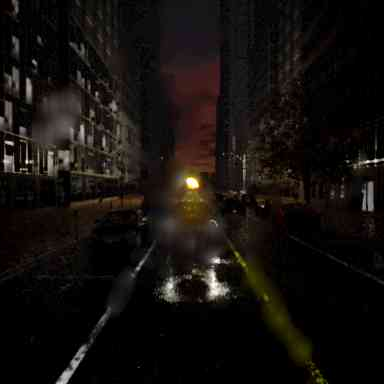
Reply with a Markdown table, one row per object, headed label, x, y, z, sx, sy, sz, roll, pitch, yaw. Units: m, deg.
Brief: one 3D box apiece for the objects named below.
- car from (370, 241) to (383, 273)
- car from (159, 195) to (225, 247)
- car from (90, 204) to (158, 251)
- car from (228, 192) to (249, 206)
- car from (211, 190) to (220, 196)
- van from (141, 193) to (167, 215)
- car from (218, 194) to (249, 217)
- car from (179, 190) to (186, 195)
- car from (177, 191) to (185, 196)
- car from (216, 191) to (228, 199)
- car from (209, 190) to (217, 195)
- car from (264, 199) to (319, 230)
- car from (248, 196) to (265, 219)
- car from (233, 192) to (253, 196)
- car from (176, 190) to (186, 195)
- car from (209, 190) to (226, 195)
| label | x | y | z | sx | sy | sz | roll | pitch | yaw |
| --- | --- | --- | --- | --- | --- | --- | --- | --- | --- |
| car | 5.697 | 1.482 | 7.345 | 1.802 | 1.307 | 4.206 | 0 | 1 | 0 |
| car | 0.013 | 1.158 | 13.775 | 2.097 | 1.767 | 4.553 | 0 | 1 | 0 |
| car | -2.677 | 1.364 | 13.049 | 2.008 | 1.369 | 4.403 | 0 | 1 | 0 |
| car | 5.737 | 0.829 | 41.493 | 1.967 | 1.590 | 4.097 | 0 | 1 | 0 |
| car | 5.783 | 0.316 | 81.337 | 1.947 | 1.339 | 4.313 | 0 | 1 | 0 |
| van | -2.663 | 0.987 | 24.430 | 1.690 | 1.788 | 3.998 | 0 | 1 | 0 |
| car | 3.076 | 1.150 | 26.104 | 1.812 | 1.442 | 4.674 | 0 | 1 | 1 |
| car | -2.584 | 0.098 | 92.737 | 1.887 | 1.381 | 4.507 | 0 | 1 | 0 |
| car | -2.597 | 0.326 | 81.355 | 1.802 | 1.307 | 4.206 | 0 | 1 | 0 |
| car | 5.764 | 0.575 | 64.262 | 1.887 | 1.381 | 4.507 | 0 | 1 | 0 |
| car | 5.796 | 0.126 | 92.720 | 1.947 | 1.339 | 4.313 | 0 | 1 | 0 |
| car | 5.711 | 1.288 | 18.728 | 2.008 | 1.369 | 4.403 | 0 | 1 | 0 |
| car | 5.717 | 1.203 | 24.420 | 2.008 | 1.369 | 4.403 | 0 | 1 | 0 |
| car | 5.731 | 0.917 | 35.802 | 1.967 | 1.590 | 4.097 | 0 | 1 | 0 |
| car | -2.604 | 0.383 | 75.661 | 1.887 | 1.381 | 4.507 | 0 | 1 | 0 |
| car | 3.087 | 0.904 | 40.802 | 1.837 | 1.490 | 4.892 | 0 | 1 | 1 |
